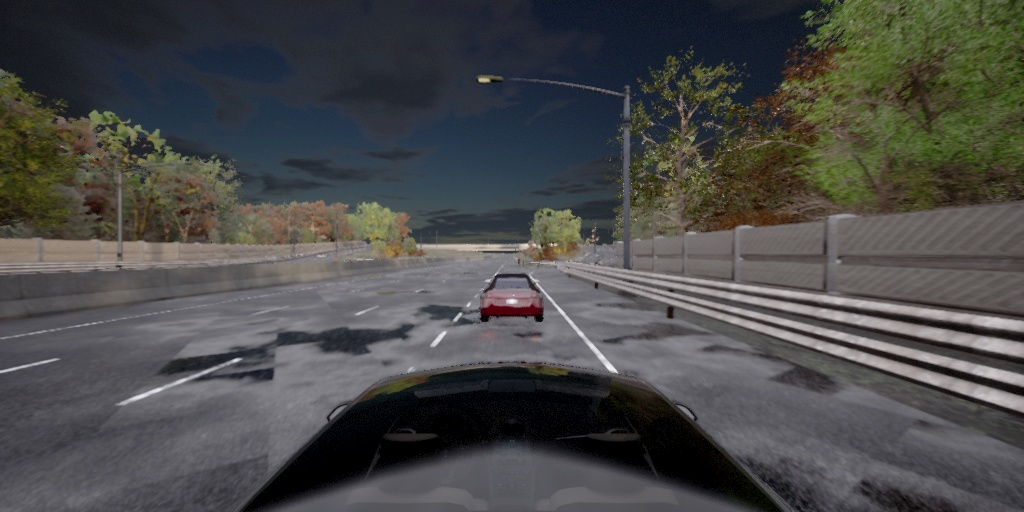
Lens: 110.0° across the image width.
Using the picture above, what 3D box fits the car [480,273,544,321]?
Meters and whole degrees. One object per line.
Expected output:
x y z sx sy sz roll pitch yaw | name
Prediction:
0.000 1.291 12.438 1.994 1.385 4.181 0 0 0 | car
